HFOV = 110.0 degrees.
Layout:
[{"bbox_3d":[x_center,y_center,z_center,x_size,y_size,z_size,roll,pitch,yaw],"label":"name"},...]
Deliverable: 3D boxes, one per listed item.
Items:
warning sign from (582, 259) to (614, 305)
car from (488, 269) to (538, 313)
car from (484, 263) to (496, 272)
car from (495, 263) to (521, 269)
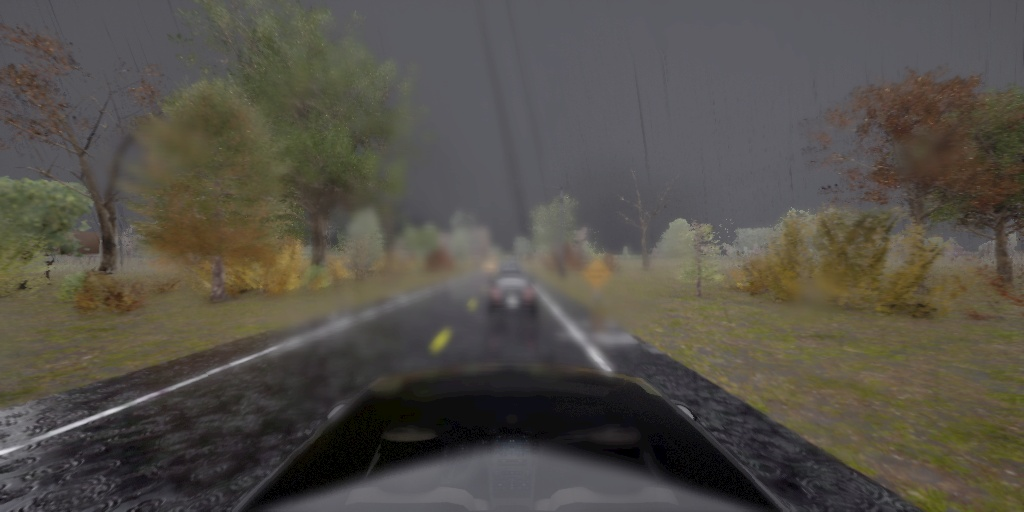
[{"bbox_3d":[3.546,1.034,14.906,1.300,1.860,1.060,0,0,0],"label":"warning sign"},{"bbox_3d":[0.047,1.441,14.743,1.812,1.442,4.674,0,0,0],"label":"car"},{"bbox_3d":[-3.566,1.921,59.736,1.882,1.535,5.008,0,0,0],"label":"car"},{"bbox_3d":[0.038,1.583,29.083,2.128,1.511,4.902,0,-1,1],"label":"car"}]
